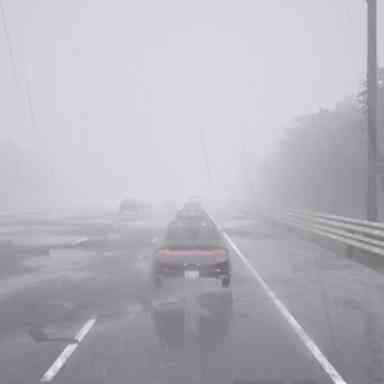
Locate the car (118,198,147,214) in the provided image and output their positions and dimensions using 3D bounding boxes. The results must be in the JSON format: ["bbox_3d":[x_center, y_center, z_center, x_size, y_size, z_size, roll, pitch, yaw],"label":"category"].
[{"bbox_3d":[-6.747,1.487,37.301,2.097,1.767,4.553,0,0,2],"label":"car"}]

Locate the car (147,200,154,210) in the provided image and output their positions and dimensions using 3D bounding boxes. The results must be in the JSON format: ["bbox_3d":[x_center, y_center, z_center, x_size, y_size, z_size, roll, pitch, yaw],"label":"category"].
[{"bbox_3d":[-6.477,1.791,46.476,1.895,1.301,4.718,0,0,2],"label":"car"}]

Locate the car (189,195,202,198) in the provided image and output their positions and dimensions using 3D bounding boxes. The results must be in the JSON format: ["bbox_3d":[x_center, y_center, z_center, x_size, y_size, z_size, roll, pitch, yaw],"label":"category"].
[{"bbox_3d":[0.567,1.382,47.703,2.150,2.045,5.566,0,0,2],"label":"car"}]

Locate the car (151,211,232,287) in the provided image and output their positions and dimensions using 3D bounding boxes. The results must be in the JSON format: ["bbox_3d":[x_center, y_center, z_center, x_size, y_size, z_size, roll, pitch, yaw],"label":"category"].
[{"bbox_3d":[-0.002,1.503,9.349,2.128,1.511,4.902,0,0,0],"label":"car"}]

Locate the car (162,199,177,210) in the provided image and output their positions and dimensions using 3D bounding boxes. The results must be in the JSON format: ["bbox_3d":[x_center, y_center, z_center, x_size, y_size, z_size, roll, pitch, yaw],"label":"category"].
[{"bbox_3d":[-3.019,1.710,45.447,2.033,1.411,5.357,0,0,2],"label":"car"}]

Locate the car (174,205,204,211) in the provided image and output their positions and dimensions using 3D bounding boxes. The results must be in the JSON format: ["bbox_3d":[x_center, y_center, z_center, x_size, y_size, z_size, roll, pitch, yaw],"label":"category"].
[{"bbox_3d":[-0.006,1.636,18.908,1.895,1.301,4.718,0,0,0],"label":"car"}]

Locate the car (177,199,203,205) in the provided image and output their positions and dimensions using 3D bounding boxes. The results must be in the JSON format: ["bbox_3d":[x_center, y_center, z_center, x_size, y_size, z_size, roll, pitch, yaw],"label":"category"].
[{"bbox_3d":[0.026,1.608,29.210,2.033,1.411,5.357,0,0,1],"label":"car"}]
